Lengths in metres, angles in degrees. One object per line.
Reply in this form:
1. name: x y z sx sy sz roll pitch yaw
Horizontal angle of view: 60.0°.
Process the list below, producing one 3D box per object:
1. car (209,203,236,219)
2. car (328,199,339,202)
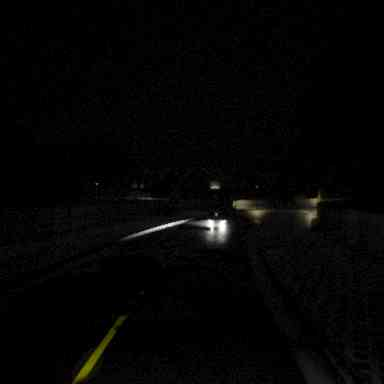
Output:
1. car: 3.126 1.840 33.171 2.128 1.511 4.902 0 -1 21
2. car: 30.329 2.254 71.375 5.357 1.411 2.033 0 -1 -43
